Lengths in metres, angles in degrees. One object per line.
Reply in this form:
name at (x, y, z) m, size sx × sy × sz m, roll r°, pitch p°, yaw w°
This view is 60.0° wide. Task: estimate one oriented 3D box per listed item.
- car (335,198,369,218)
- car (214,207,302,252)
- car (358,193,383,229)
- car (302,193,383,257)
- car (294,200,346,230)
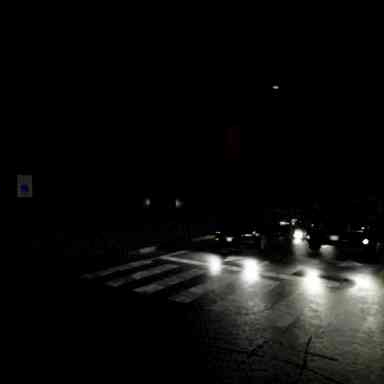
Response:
car at (14.293, 1.326, 29.534) m, size 1.882 × 1.535 × 5.008 m, roll 0°, pitch 0°, yaw 37°
car at (2.765, 1.440, 13.905) m, size 1.837 × 1.490 × 4.892 m, roll 0°, pitch 0°, yaw 36°
car at (12.491, 1.105, 21.616) m, size 2.150 × 2.045 × 5.566 m, roll 0°, pitch 0°, yaw 36°
car at (6.340, 1.152, 13.273) m, size 2.150 × 2.045 × 5.566 m, roll 0°, pitch 0°, yaw 36°
car at (8.365, 1.371, 21.501) m, size 1.882 × 1.535 × 5.008 m, roll 0°, pitch 0°, yaw 36°
